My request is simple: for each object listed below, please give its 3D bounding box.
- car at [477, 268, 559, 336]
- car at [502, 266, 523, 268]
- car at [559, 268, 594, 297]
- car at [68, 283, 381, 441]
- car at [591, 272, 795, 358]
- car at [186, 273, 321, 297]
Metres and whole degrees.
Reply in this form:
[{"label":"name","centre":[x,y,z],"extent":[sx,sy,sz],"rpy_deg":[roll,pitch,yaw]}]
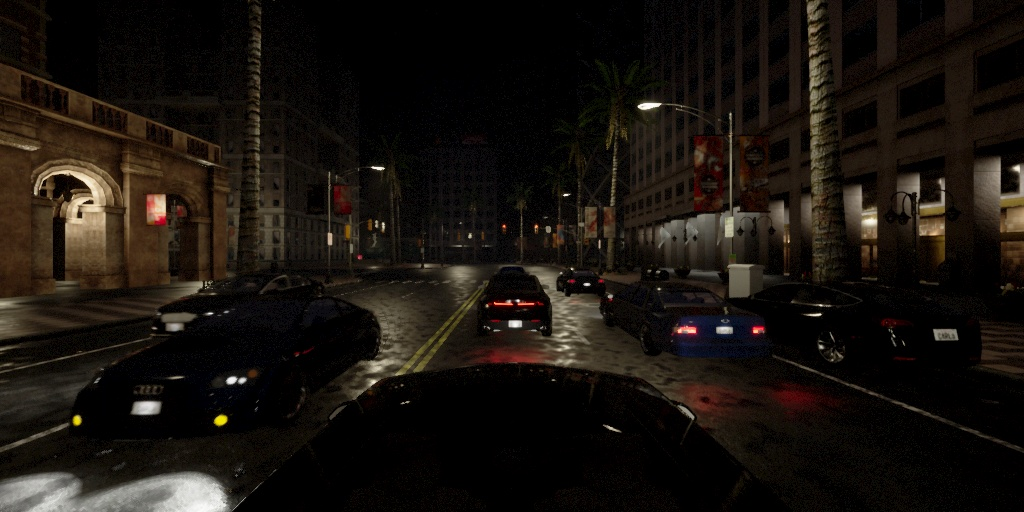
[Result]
[{"label":"car","centre":[0.052,1.254,10.359],"extent":[1.837,1.490,4.892],"rpy_deg":[0,0,0]},{"label":"car","centre":[0.013,1.276,19.306],"extent":[1.812,1.442,4.674],"rpy_deg":[0,0,-2]},{"label":"car","centre":[3.517,1.314,18.902],"extent":[1.994,1.385,4.181],"rpy_deg":[0,0,-1]},{"label":"car","centre":[-3.609,1.314,5.527],"extent":[1.994,1.385,4.181],"rpy_deg":[0,0,0]},{"label":"car","centre":[3.567,1.297,8.550],"extent":[2.033,1.411,5.357],"rpy_deg":[0,0,0]},{"label":"car","centre":[-7.121,1.241,10.022],"extent":[2.128,1.511,4.902],"rpy_deg":[0,0,0]}]
